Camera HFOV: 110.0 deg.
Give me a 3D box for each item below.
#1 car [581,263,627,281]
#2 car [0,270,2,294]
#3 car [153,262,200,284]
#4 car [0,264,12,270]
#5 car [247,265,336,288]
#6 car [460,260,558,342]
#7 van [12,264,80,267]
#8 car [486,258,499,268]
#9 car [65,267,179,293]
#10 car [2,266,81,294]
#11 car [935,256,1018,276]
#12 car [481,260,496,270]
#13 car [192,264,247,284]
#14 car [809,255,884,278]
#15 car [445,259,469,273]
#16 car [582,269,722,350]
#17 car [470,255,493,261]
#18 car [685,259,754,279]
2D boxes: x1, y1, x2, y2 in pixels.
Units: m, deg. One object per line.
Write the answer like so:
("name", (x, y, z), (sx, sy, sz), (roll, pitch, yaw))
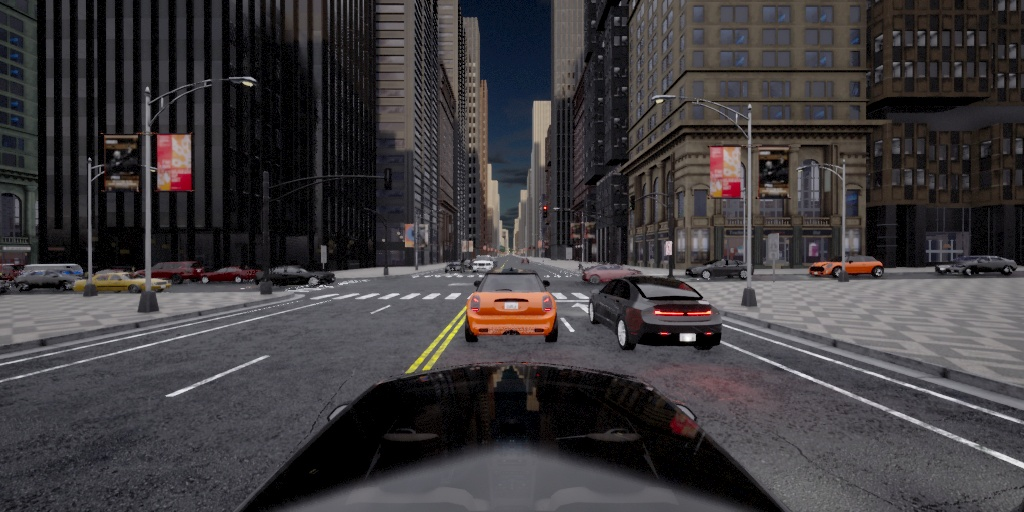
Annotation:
("car", (6.891, 1.208, 24.766), (4.181, 1.385, 1.994), (-1, 0, 0))
("car", (-33.819, 1.753, 22.083), (4.403, 1.370, 2.007), (0, 0, 0))
("car", (-29.125, 1.418, 30.617), (5.009, 1.841, 2.192), (0, 0, 0))
("car", (-44.386, 1.624, 30.634), (5.009, 1.841, 2.192), (0, 0, 0))
("car", (-14.967, 1.395, 24.889), (5.008, 1.535, 1.882), (-1, 0, -2))
("car", (-0.006, 1.102, 9.897), (2.097, 1.767, 4.553), (0, 0, 0))
("van", (-39.299, 1.582, 30.628), (3.998, 1.789, 1.690), (0, 0, 0))
("car", (-3.455, 1.207, 63.531), (2.128, 1.511, 4.902), (0, 0, 0))
("car", (-23.878, 1.595, 22.084), (4.829, 1.417, 1.751), (0, 0, 0))
("car", (-31.095, 1.646, 24.747), (4.902, 1.511, 2.128), (-1, 0, 0))
("car", (36.092, 0.726, 27.979), (4.902, 1.511, 2.128), (-1, 0, 0))
("car", (-3.451, 1.290, 53.264), (1.994, 1.385, 4.181), (0, 0, 1))
("car", (-24.037, 1.579, 30.612), (4.507, 1.381, 1.888), (0, 0, 0))
("car", (25.956, 0.722, 27.978), (4.553, 1.767, 2.097), (-1, 0, 0))
("car", (-6.692, 1.299, 42.450), (1.994, 1.385, 4.181), (0, 0, 0))
("car", (3.236, 1.255, 9.036), (1.837, 1.490, 4.892), (0, 0, 0))
("car", (-3.444, 0.956, 43.292), (2.150, 2.045, 5.566), (0, 0, 0))
("car", (16.129, 1.006, 27.975), (4.892, 1.490, 1.837), (-1, 0, 0))
